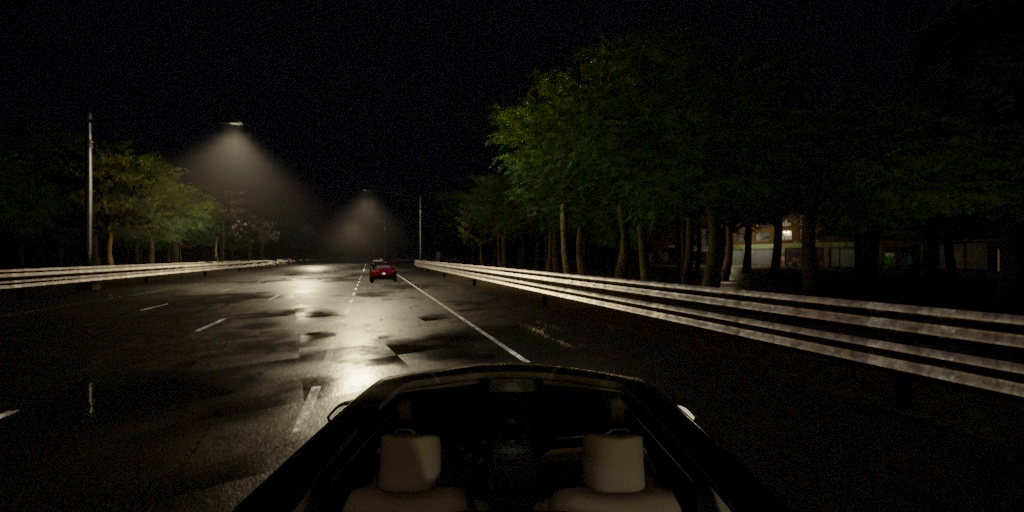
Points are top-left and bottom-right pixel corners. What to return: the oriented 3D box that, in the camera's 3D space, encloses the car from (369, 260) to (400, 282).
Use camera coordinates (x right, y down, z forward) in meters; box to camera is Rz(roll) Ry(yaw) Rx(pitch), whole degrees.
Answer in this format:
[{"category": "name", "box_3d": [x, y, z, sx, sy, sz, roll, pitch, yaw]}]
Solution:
[{"category": "car", "box_3d": [-10.498, 1.300, 29.100, 1.994, 1.385, 4.181, 0, 0, -22]}]
